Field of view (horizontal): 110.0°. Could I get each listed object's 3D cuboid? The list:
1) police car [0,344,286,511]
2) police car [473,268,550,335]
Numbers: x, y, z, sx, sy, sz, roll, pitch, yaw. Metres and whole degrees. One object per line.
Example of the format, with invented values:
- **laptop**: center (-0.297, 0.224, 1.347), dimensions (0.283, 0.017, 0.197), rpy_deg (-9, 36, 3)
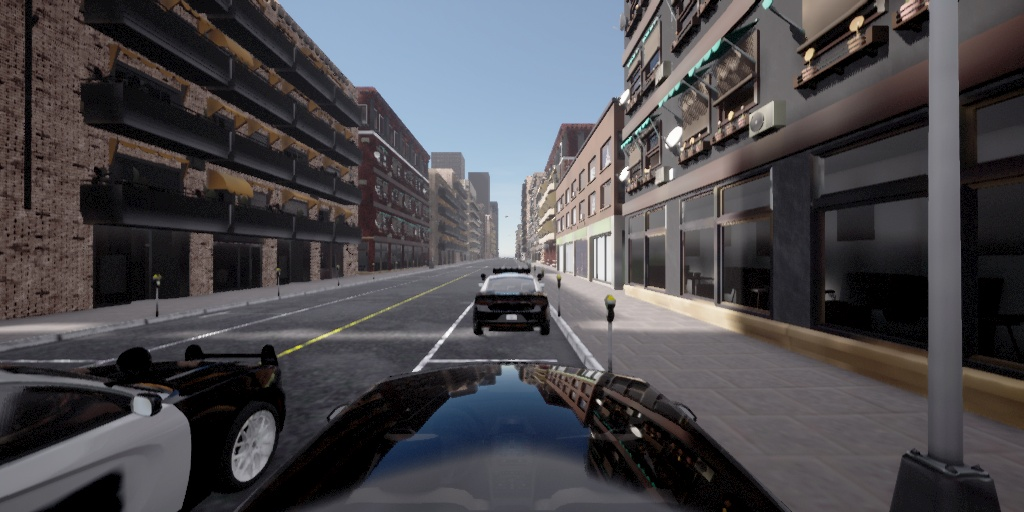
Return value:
- **police car**: center (-3.145, 1.169, 1.609), dimensions (1.930, 1.638, 5.238), rpy_deg (0, 0, 0)
- **police car**: center (-0.011, 1.165, 10.609), dimensions (1.930, 1.638, 5.238), rpy_deg (0, 0, 0)
